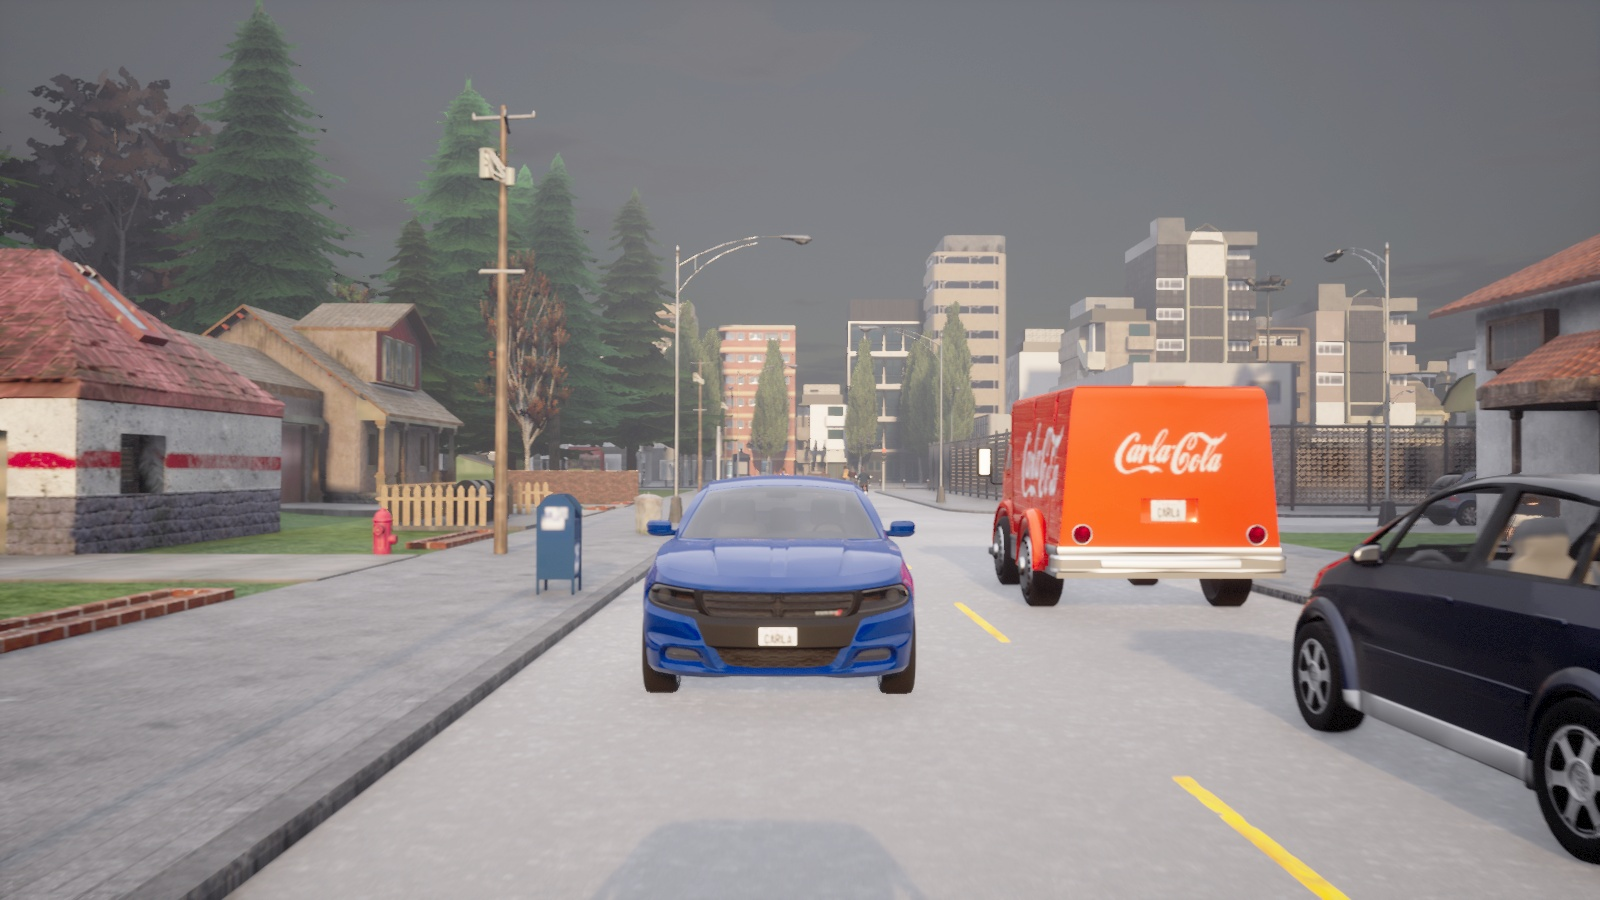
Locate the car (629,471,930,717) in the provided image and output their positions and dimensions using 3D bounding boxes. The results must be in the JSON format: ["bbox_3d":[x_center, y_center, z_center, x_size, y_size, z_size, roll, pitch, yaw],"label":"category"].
[{"bbox_3d":[-0.140,0.946,10.380,1.882,1.535,5.008,0,-1,0],"label":"car"}]

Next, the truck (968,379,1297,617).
[{"bbox_3d":[3.804,0.542,15.662,2.627,2.467,5.204,0,-1,-1],"label":"truck"}]

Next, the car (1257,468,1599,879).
[{"bbox_3d":[3.905,0.870,6.340,1.789,1.549,3.705,0,-1,-1],"label":"car"}]

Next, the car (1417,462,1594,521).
[{"bbox_3d":[20.008,1.168,35.741,3.988,1.617,1.851,0,-1,-1],"label":"car"}]
